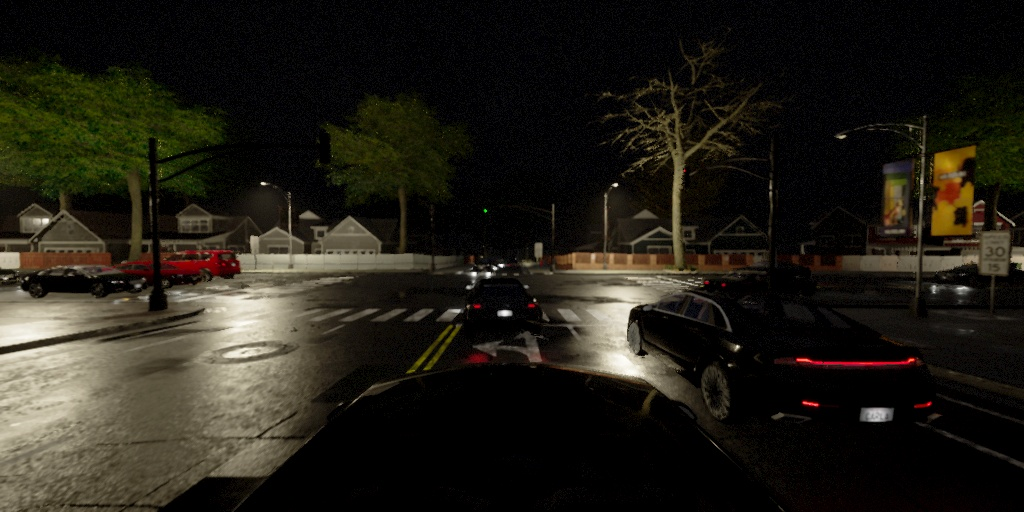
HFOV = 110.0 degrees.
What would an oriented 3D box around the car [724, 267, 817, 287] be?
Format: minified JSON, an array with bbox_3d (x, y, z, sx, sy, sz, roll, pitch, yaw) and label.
[{"bbox_3d":[12.181,1.402,17.629,4.718,1.301,1.895,0,2,-4],"label":"car"}]

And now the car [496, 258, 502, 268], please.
[{"bbox_3d":[-2.957,0.906,51.092,2.033,1.411,5.357,0,0,1],"label":"car"}]

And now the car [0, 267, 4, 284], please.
[{"bbox_3d":[-31.695,1.050,20.738,4.892,1.490,1.837,0,2,0],"label":"car"}]

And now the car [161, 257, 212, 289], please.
[{"bbox_3d":[-20.803,1.051,20.703,5.008,1.535,1.882,0,2,0],"label":"car"}]

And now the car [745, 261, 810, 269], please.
[{"bbox_3d":[17.183,1.072,24.029,4.902,1.511,2.128,0,2,2],"label":"car"}]

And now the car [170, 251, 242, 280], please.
[{"bbox_3d":[-21.430,0.665,24.151,5.566,2.045,2.150,0,2,-1],"label":"car"}]

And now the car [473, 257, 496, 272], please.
[{"bbox_3d":[-3.116,0.921,39.030,1.812,1.442,4.674,0,0,1],"label":"car"}]

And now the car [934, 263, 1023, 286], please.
[{"bbox_3d":[31.320,1.176,24.008,4.674,1.442,1.812,0,2,0],"label":"car"}]

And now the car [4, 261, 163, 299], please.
[{"bbox_3d":[-20.636,1.186,17.454,4.902,1.511,2.128,0,2,0],"label":"car"}]

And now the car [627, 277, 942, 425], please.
[{"bbox_3d":[3.354,1.246,5.718,2.128,1.511,4.902,0,0,0],"label":"car"}]

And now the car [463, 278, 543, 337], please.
[{"bbox_3d":[-0.391,1.325,10.440,1.994,1.385,4.181,0,0,-6],"label":"car"}]
